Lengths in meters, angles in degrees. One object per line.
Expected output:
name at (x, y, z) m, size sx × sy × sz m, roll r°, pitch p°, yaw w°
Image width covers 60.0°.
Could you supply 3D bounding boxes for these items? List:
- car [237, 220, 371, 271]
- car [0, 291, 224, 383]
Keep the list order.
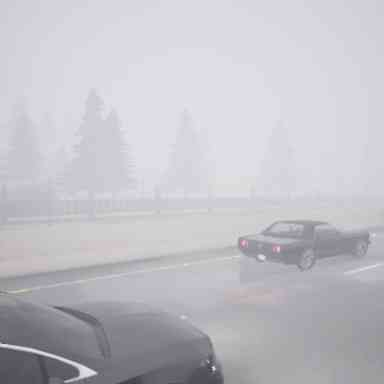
car at (3.792, 1.558, 10.751) m, size 4.718 × 1.301 × 1.895 m, roll 0°, pitch 0°, yaw -36°
car at (-1.954, 1.507, 2.353) m, size 4.892 × 1.490 × 1.837 m, roll 0°, pitch 0°, yaw -36°
